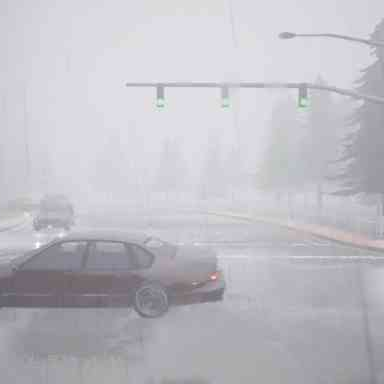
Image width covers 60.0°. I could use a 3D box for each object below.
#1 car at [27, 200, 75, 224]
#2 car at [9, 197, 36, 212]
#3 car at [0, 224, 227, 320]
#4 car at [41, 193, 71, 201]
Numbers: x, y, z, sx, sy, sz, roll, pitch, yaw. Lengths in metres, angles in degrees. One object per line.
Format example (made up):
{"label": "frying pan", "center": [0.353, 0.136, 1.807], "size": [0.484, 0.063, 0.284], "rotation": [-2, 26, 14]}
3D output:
{"label": "car", "center": [-8.272, 1.473, 20.418], "size": [2.033, 1.411, 5.357], "rotation": [0, 0, -14]}
{"label": "car", "center": [-19.169, 1.370, 38.124], "size": [5.008, 1.535, 1.882], "rotation": [0, 0, 40]}
{"label": "car", "center": [-2.024, 1.526, 6.678], "size": [5.357, 1.411, 2.033], "rotation": [0, 0, 1]}
{"label": "car", "center": [-12.330, 1.132, 30.064], "size": [2.150, 2.045, 5.566], "rotation": [0, 0, -32]}
